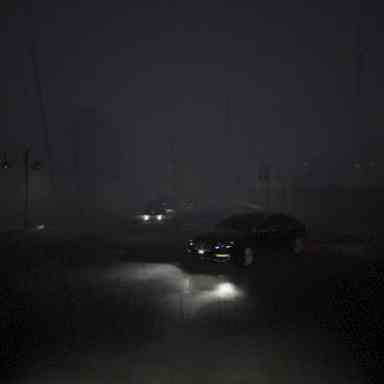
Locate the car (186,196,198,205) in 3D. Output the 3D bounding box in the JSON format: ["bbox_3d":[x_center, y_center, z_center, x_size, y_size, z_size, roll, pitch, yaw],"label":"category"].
[{"bbox_3d":[-0.024,1.405,56.433,2.128,1.511,4.902,0,0,0],"label":"car"}]

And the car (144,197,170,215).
[{"bbox_3d":[-3.662,1.496,33.843,2.033,1.411,5.357,0,0,0],"label":"car"}]

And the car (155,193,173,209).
[{"bbox_3d":[-3.659,1.154,44.418,2.150,2.045,5.566,0,0,0],"label":"car"}]

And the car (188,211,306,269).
[{"bbox_3d":[1.999,1.425,11.046,4.892,1.490,1.837,0,-1,-44],"label":"car"}]
